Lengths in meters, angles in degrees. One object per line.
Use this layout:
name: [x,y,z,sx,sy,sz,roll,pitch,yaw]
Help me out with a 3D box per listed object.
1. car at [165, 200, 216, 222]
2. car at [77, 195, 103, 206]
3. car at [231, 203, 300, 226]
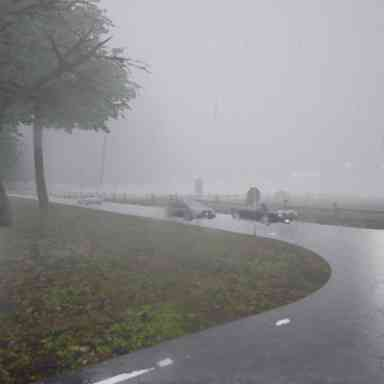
car: [-0.187,1.264,23.768,1.994,1.385,4.181,-1,2,-36]
car: [-12.636,0.984,41.124,1.895,1.301,4.718,-1,1,-36]
car: [4.504,1.344,21.380,1.895,1.301,4.718,-1,1,-29]
